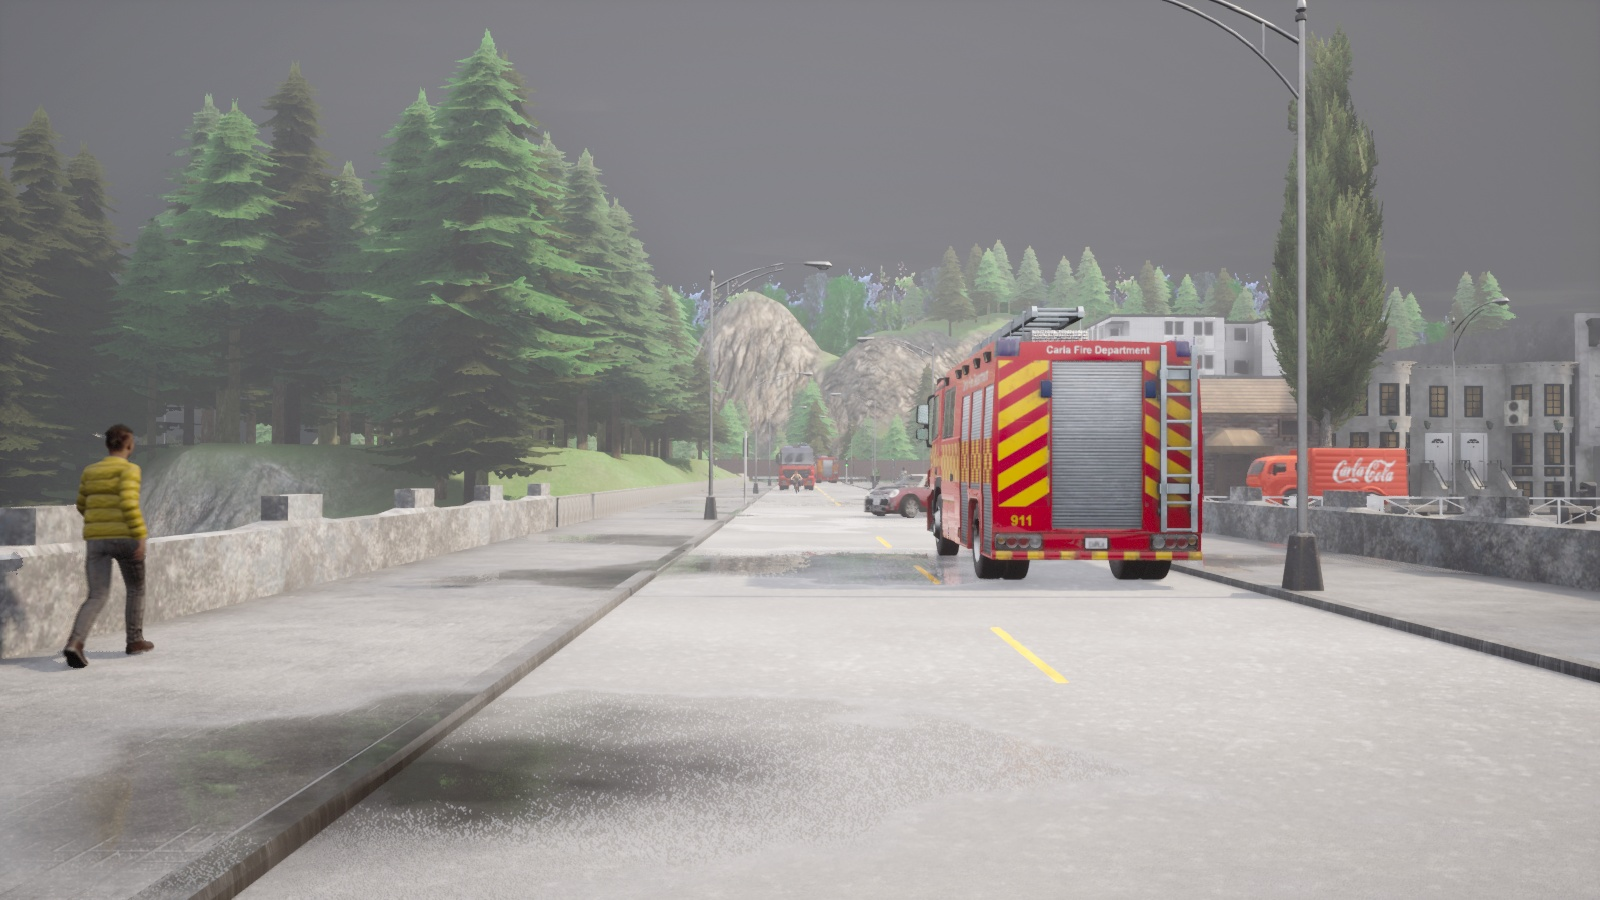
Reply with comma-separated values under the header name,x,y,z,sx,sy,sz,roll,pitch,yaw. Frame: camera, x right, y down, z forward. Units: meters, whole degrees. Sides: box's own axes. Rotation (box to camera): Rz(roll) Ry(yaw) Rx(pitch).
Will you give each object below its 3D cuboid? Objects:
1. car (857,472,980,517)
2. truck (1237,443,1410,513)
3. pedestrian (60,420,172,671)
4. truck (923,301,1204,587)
name,x,y,z,sx,sy,sz,roll,pitch,yaw
car,4.061,1.484,43.012,3.806,1.475,1.970,0,-1,-34
truck,18.988,1.017,45.762,5.204,2.467,2.627,0,-1,0
pedestrian,-5.194,0.706,9.564,0.431,1.840,0.709,0,-1,3
truck,3.942,-0.013,21.061,2.891,3.827,8.468,0,-1,0
